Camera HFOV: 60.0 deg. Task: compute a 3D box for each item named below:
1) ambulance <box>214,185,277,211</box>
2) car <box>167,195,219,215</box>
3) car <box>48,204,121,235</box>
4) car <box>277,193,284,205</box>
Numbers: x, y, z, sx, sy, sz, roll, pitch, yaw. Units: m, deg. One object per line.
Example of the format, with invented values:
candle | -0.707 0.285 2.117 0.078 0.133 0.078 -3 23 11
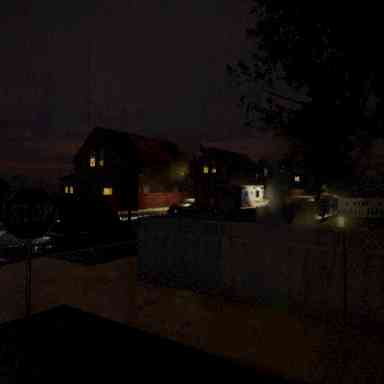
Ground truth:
ambulance | 4.209 0.681 26.563 2.351 2.431 6.366 2 2 35
car | -0.034 1.181 25.513 1.994 1.385 4.181 2 2 35
car | -5.732 1.332 17.398 1.994 1.385 4.181 2 2 36
car | 9.073 0.871 38.407 2.128 1.511 4.902 2 2 35
